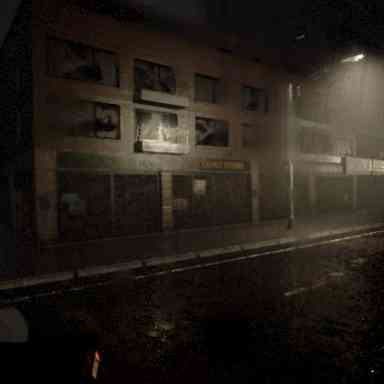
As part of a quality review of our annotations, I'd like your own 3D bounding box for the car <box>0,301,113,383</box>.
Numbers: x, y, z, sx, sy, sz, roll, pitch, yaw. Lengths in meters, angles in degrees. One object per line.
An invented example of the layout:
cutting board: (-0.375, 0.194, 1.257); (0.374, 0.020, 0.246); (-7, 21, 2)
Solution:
car: (-2.856, 1.519, 1.674); (4.902, 1.511, 2.128); (-1, 1, -36)
